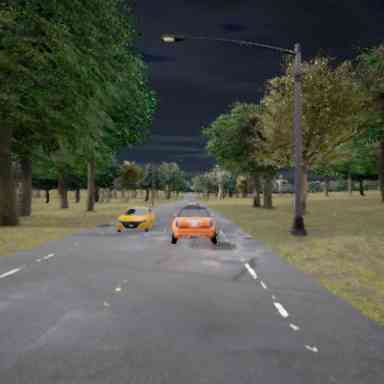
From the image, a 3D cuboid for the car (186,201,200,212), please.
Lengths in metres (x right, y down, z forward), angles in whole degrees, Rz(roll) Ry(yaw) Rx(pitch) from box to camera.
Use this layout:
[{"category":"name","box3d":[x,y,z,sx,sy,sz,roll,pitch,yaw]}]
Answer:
[{"category":"car","box3d":[0.099,1.949,45.471,1.812,1.442,4.674,0,0,0]}]

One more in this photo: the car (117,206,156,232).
[{"category":"car","box3d":[-3.501,1.670,21.550,1.882,1.535,5.008,0,-1,0]}]

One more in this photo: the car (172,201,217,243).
[{"category":"car","box3d":[0.099,1.504,17.169,2.097,1.767,4.553,0,-1,0]}]
